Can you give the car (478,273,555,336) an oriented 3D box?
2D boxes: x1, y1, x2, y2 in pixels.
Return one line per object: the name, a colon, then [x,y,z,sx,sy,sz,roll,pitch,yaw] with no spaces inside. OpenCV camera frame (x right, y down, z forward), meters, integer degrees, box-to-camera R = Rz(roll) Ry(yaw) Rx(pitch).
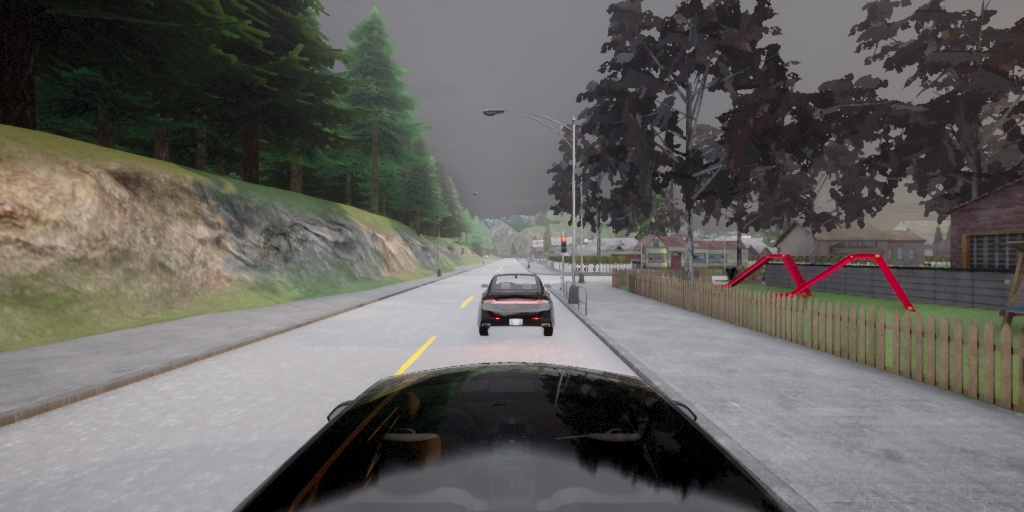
car: [0.118,1.242,10.332,2.128,1.511,4.902,0,0,1]
